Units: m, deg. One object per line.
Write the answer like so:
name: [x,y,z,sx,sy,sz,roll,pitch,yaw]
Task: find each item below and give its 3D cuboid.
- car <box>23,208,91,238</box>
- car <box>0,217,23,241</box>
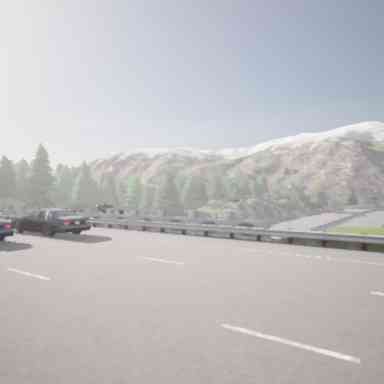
car: [-7.793,1.608,18.130,5.357,1.411,2.033,0,0,35]
car: [-10.520,1.611,15.775,5.357,1.411,2.033,0,0,35]
